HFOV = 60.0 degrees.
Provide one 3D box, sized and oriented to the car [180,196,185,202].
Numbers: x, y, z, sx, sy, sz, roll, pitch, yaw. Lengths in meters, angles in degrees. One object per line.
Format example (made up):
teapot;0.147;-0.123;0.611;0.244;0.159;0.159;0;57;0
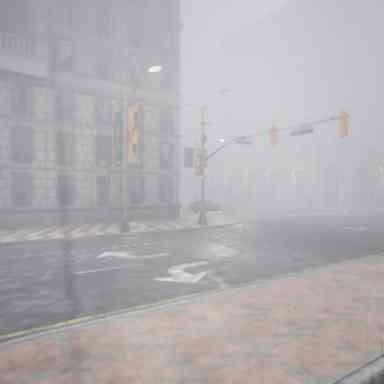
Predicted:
car;-4.039;1.601;67.106;1.812;1.442;4.674;0;0;-35

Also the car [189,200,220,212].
car;1.517;1.617;40.693;1.994;1.385;4.181;0;0;-36

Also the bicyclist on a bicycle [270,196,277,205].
bicyclist on a bicycle;13.482;1.394;54.844;1.656;1.620;0.582;0;0;-36
